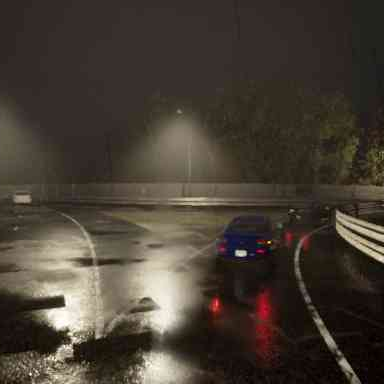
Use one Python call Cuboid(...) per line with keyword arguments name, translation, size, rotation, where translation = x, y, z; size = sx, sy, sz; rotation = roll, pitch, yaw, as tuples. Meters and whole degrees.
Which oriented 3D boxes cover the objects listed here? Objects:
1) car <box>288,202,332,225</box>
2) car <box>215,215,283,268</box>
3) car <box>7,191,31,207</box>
Cuboid(name="car", translation=(8.416, 1.440, 23.485), size=(2.128, 1.511, 4.902), rotation=(0, 0, 38))
Cuboid(name="car", translation=(2.019, 1.488, 11.248), size=(1.812, 1.442, 4.674), rotation=(0, 0, 17))
Cuboid(name="car", translation=(-23.029, 0.867, 44.208), size=(2.150, 2.045, 5.566), rotation=(0, 0, -38))
